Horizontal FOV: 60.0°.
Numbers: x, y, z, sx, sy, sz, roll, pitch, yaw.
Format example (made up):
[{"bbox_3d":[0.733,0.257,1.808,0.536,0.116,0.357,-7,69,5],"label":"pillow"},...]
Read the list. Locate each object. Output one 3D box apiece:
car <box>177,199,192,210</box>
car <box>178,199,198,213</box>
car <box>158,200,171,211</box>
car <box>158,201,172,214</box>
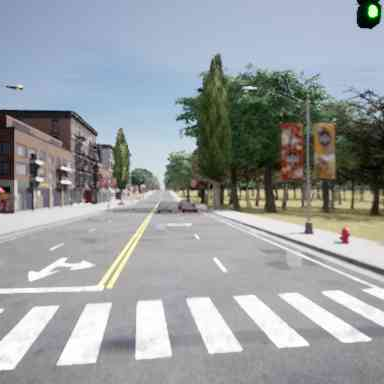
[{"bbox_3d":[-1.241,1.996,54.360,2.097,1.767,4.553,0,-1,-5],"label":"car"},{"bbox_3d":[-0.381,2.069,44.385,1.994,1.385,4.181,0,-1,-5],"label":"car"},{"bbox_3d":[-4.481,2.141,54.109,1.882,1.535,5.008,0,-1,-5],"label":"car"},{"bbox_3d":[-3.586,2.066,43.725,2.033,1.411,5.357,0,-1,-5],"label":"car"}]
